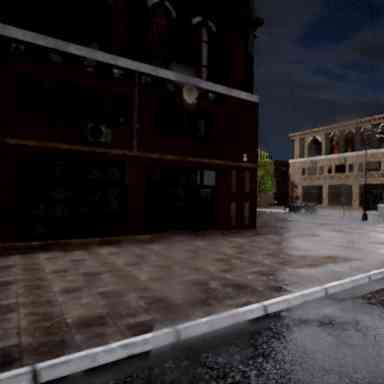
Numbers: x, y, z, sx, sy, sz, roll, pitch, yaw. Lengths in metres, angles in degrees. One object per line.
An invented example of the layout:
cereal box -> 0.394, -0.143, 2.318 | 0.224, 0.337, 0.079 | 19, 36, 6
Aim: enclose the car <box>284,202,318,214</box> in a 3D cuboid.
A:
car -> 12.909, 1.895, 39.624 | 2.008, 1.369, 4.403 | 2, -1, -28
